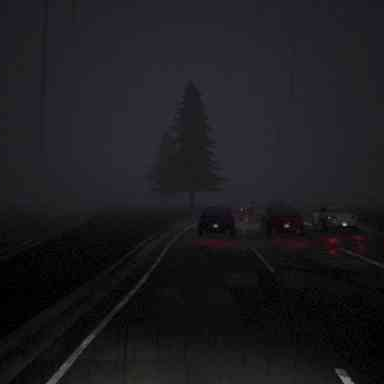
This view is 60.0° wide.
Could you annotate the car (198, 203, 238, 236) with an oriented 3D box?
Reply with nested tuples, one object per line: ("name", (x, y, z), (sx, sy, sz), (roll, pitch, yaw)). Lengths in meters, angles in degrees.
("car", (1.476, 1.512, 18.803), (1.882, 1.535, 5.008), (0, 0, 7))

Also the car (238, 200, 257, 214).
("car", (5.963, 1.596, 37.021), (1.812, 1.442, 4.674), (0, 0, 19))

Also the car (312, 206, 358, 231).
("car", (8.811, 1.569, 20.724), (1.812, 1.442, 4.674), (0, 0, 9))

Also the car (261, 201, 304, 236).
("car", (5.000, 1.515, 18.804), (1.882, 1.535, 5.008), (0, 0, 8))

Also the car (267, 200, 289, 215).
("car", (9.472, 1.635, 36.440), (1.994, 1.385, 4.181), (0, 0, 19))
